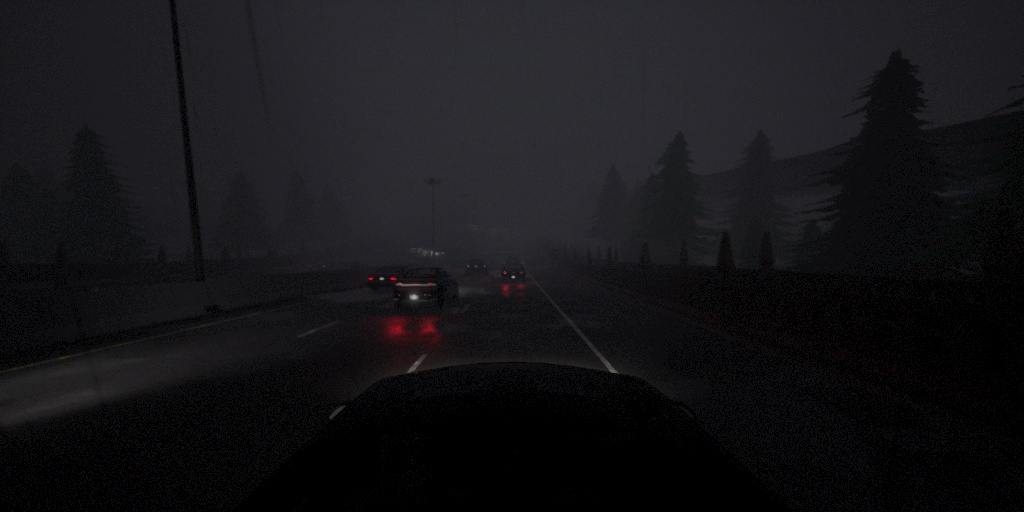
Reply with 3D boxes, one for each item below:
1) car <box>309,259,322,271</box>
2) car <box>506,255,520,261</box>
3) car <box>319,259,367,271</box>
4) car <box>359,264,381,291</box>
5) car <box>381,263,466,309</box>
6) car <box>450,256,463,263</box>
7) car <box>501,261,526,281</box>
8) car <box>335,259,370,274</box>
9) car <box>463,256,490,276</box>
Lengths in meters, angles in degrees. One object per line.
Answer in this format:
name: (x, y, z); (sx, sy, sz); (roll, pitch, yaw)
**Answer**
car: (-21.074, 1.062, 40.748); (1.812, 1.442, 4.674); (0, 2, 0)
car: (0.104, 0.597, 50.397); (1.994, 1.385, 4.181); (0, 4, 0)
car: (-14.091, 1.218, 30.612); (1.812, 1.442, 4.674); (0, 0, 0)
car: (-6.899, 1.257, 21.510); (2.033, 1.411, 5.357); (0, 0, 0)
car: (-3.400, 1.215, 14.872); (2.128, 1.511, 4.902); (0, 0, 0)
car: (-6.897, 0.707, 47.375); (1.882, 1.535, 5.008); (0, 3, 0)
car: (0.102, 1.295, 29.235); (1.895, 1.301, 4.718); (0, 0, 0)
car: (-17.580, 1.132, 39.788); (1.994, 1.385, 4.181); (0, 2, 0)
car: (-3.397, 1.001, 36.352); (2.097, 1.767, 4.553); (0, 1, 0)
